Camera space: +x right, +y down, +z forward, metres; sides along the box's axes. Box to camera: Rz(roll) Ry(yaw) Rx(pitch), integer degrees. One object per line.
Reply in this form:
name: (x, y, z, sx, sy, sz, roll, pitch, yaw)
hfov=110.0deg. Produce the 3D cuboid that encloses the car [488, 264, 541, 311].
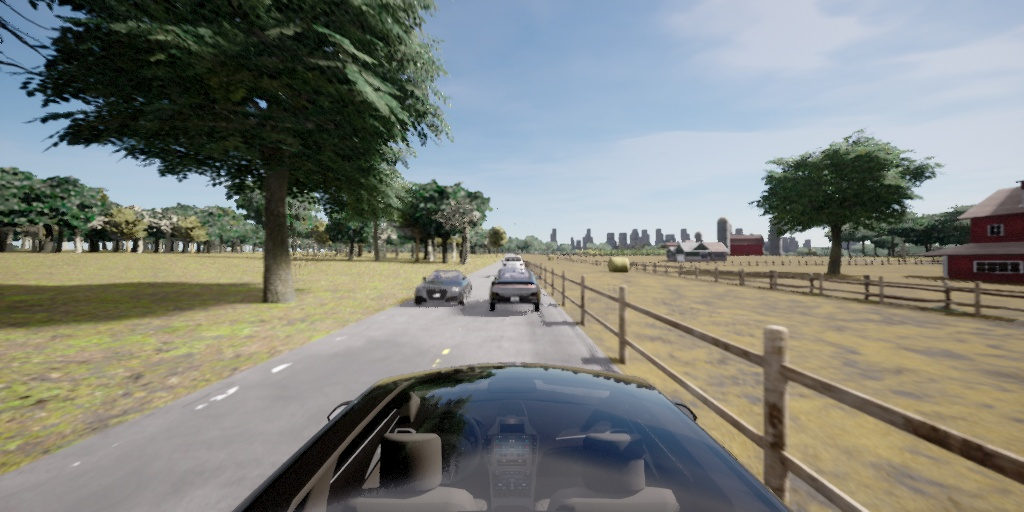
car: (0.096, 1.232, 14.332, 2.128, 1.511, 4.902, 0, 0, 0)

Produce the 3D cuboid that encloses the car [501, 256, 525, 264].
car: (0.094, 0.994, 36.158, 2.150, 2.045, 5.566, 0, 0, 0)

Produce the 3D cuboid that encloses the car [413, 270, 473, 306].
car: (-2.851, 1.305, 15.552, 1.994, 1.385, 4.181, 0, 0, 0)
